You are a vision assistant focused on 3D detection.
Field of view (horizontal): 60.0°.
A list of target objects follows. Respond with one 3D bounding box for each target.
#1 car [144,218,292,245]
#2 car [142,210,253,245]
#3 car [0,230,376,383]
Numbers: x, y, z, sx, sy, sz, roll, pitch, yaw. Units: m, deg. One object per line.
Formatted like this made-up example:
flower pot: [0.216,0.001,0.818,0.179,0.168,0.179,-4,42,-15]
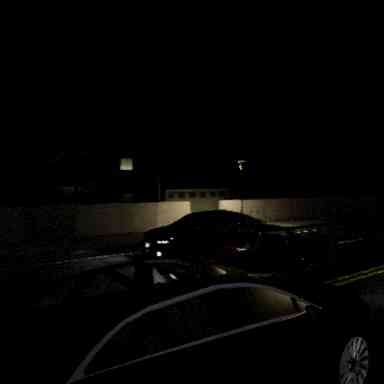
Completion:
car: [1.378,1.551,8.660,4.718,1.301,1.895,-1,0,-35]
car: [0.548,1.444,12.059,4.892,1.490,1.837,-1,0,-35]
car: [0.025,1.475,3.456,4.902,1.511,2.128,0,0,-35]
